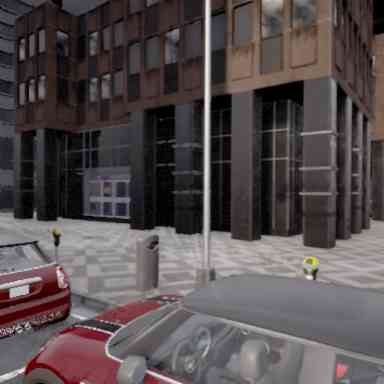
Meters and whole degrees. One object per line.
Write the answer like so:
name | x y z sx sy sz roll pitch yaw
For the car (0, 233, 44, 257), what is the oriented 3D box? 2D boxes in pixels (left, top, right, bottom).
car | -4.010 1.414 5.804 4.097 1.590 1.967 0 0 35

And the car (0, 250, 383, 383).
car | 0.415 1.434 2.666 4.097 1.590 1.967 0 0 35
